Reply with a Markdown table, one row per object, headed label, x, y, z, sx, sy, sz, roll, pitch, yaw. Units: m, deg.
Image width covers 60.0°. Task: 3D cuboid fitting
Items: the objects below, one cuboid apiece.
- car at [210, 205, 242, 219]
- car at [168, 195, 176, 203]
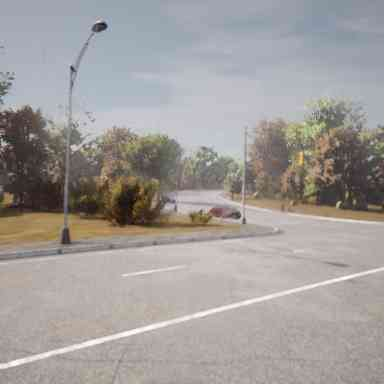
| label | x | y | z | sx | sy | sz | roll | pitch | yaw |
| --- | --- | --- | --- | --- | --- | --- | --- | --- | --- |
| car | 3.487 | 2.007 | 34.376 | 1.994 | 1.385 | 4.181 | 2 | 0 | -23 |
| car | -3.944 | 1.212 | 58.057 | 1.882 | 1.535 | 5.008 | 2 | 2 | -12 |
